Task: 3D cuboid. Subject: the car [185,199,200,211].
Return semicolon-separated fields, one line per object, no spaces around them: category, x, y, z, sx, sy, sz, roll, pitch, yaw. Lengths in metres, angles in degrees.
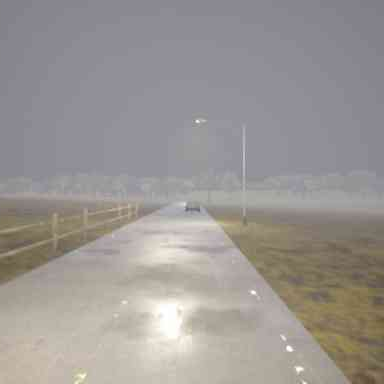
car;0.095;1.844;44.895;1.994;1.385;4.181;0;-1;0

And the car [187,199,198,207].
car;0.094;2.032;63.031;2.033;1.411;5.357;0;-1;0
